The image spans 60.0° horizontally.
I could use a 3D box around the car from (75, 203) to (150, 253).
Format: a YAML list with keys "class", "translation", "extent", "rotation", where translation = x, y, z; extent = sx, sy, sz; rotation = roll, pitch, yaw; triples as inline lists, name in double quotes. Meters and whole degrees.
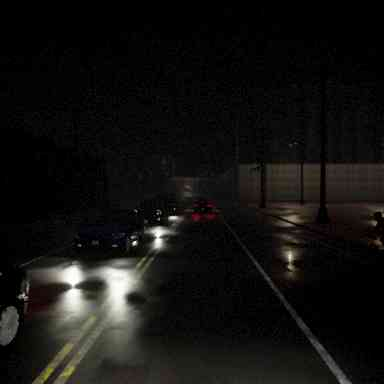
- class: "car"
  translation: [-3.217, 1.458, 13.831]
  extent: [1.882, 1.535, 5.008]
  rotation: [0, 0, 2]

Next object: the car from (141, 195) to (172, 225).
- class: "car"
  translation: [-2.903, 1.318, 23.659]
  extent: [2.097, 1.767, 4.553]
  rotation: [0, 0, 2]

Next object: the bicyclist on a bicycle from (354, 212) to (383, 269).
- class: "bicyclist on a bicycle"
  translation: [5.404, 1.398, 9.401]
  extent: [1.656, 1.620, 0.582]
  rotation: [0, 0, 2]

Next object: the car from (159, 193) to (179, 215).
- class: "car"
  translation: [-2.539, 1.174, 33.954]
  extent: [2.150, 2.045, 5.566]
  rotation: [0, 0, 0]

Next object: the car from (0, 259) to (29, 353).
- class: "car"
  translation: [-3.543, 1.501, 3.359]
  extent: [1.837, 1.490, 4.892]
  rotation: [0, 0, 2]

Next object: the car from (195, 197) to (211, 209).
- class: "car"
  translation: [1.433, 1.485, 44.671]
  extent: [2.033, 1.411, 5.357]
  rotation: [0, 0, 2]

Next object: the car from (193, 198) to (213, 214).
- class: "car"
  translation: [1.129, 1.477, 34.728]
  extent: [1.812, 1.442, 4.674]
  rotation: [0, 0, 1]
